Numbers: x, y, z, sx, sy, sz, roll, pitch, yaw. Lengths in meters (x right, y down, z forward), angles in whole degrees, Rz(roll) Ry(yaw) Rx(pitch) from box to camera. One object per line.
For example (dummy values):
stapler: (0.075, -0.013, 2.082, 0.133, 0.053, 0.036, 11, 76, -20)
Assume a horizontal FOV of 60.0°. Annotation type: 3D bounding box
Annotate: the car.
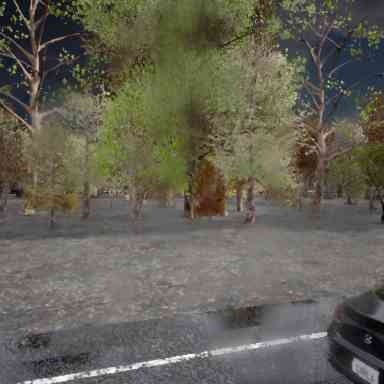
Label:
car: (3.808, 1.526, 3.884, 4.674, 1.442, 1.812, 0, 0, -19)
